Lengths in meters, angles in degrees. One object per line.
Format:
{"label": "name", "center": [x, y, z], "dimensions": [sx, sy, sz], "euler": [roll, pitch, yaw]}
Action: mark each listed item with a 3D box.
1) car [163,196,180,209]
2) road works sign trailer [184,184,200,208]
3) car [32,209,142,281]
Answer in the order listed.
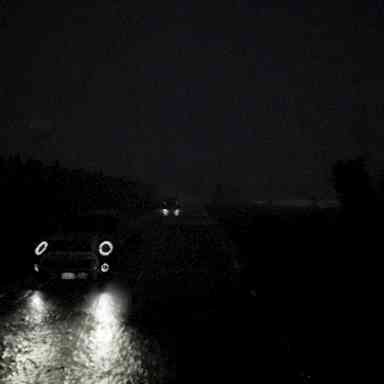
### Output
{"label": "car", "center": [-2.851, 1.426, 46.737], "dimensions": [2.097, 1.767, 4.553], "euler": [0, 0, 0]}
{"label": "road works sign trailer", "center": [-0.024, 0.553, 51.202], "dimensions": [2.380, 3.560, 2.880], "euler": [0, 0, 0]}
{"label": "car", "center": [-2.855, 1.359, 9.966], "dimensions": [2.097, 1.767, 4.553], "euler": [0, 0, 1]}
